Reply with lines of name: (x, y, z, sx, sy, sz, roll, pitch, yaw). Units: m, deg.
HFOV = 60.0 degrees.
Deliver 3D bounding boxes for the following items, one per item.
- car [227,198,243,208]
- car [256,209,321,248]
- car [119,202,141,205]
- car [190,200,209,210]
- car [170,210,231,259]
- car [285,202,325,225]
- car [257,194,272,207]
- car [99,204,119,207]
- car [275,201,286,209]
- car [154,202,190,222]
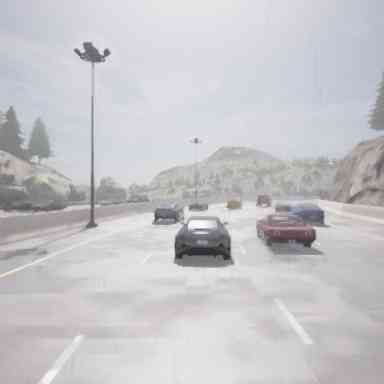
car: (6.644, 1.664, 50.832, 1.882, 1.535, 5.008, -1, 0, 16)
car: (4.090, 1.657, 15.239, 1.895, 1.301, 4.718, 0, 0, 4)
car: (-8.273, 1.402, 49.426, 2.150, 2.045, 5.566, 0, 0, 15)
car: (0.960, 1.762, 43.782, 1.895, 1.301, 4.718, 0, 0, 15)
car: (0.467, 1.612, 12.864, 1.994, 1.385, 4.181, 0, 0, 4)
car: (8.587, 1.570, 25.158, 1.882, 1.535, 5.008, 0, 0, 7)
car: (12.574, 1.434, 57.576, 2.150, 2.045, 5.566, 0, 0, 19)
car: (-11.926, 1.706, 49.227, 1.812, 1.442, 4.674, 0, 0, 14)
car: (10.764, 1.746, 39.345, 1.895, 1.301, 4.718, 0, 0, 15)
car: (-1.757, 1.591, 26.977, 2.128, 1.511, 4.902, 0, 0, 8)
